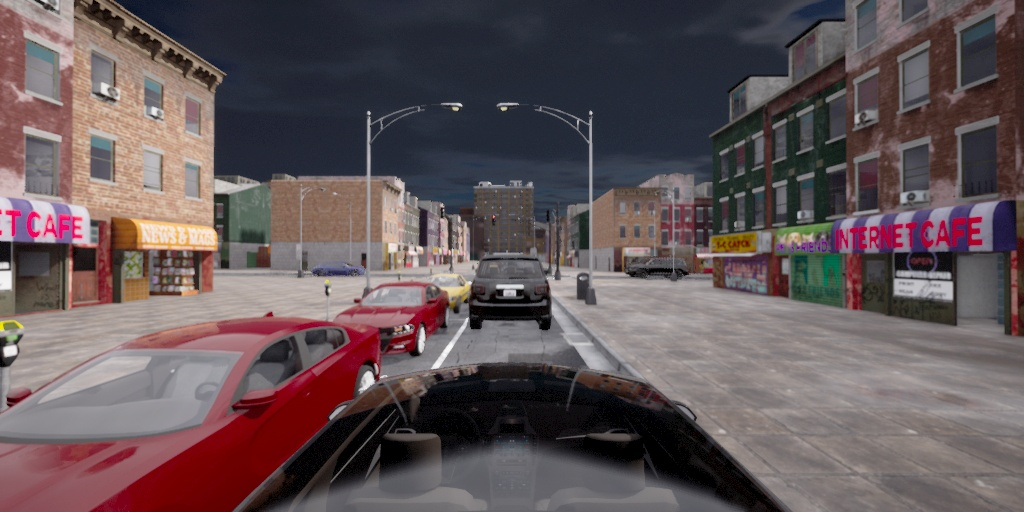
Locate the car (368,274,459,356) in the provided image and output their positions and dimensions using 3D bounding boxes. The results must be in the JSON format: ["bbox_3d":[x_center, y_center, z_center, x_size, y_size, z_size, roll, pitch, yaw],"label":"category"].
[{"bbox_3d":[-2.632,1.299,8.625,1.888,1.381,4.507,0,0,0],"label":"car"}]

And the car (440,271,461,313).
[{"bbox_3d":[-2.628,1.285,13.948,1.751,1.417,4.829,0,0,0],"label":"car"}]

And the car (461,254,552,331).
[{"bbox_3d":[-0.022,0.978,11.178,2.150,2.045,5.566,0,0,1],"label":"car"}]

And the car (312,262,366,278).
[{"bbox_3d":[-14.862,1.207,31.216,4.674,1.442,1.812,0,0,-1],"label":"car"}]

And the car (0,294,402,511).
[{"bbox_3d":[-2.636,1.295,3.130,1.888,1.381,4.507,0,0,0],"label":"car"}]

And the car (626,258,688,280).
[{"bbox_3d":[13.831,1.188,34.297,5.566,2.045,2.150,1,0,0],"label":"car"}]
